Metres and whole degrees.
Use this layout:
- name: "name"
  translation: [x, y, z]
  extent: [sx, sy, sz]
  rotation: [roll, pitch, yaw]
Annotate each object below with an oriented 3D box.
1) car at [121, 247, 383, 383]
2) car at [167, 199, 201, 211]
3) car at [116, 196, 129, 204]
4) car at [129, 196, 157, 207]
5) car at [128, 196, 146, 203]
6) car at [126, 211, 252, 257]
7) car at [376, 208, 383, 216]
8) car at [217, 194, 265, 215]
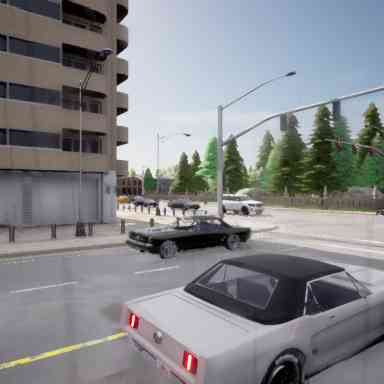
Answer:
- name: "car"
  translation: [1.516, 1.601, 4.858]
  extent: [4.718, 1.301, 1.895]
  rotation: [0, 0, -35]
- name: "car"
  translation: [-1.127, 1.603, 42.683]
  extent: [2.033, 1.411, 5.357]
  rotation: [0, 0, -36]
- name: "car"
  translation: [-14.180, 1.533, 67.183]
  extent: [1.882, 1.535, 5.008]
  rotation: [0, 0, -36]
- name: "car"
  translation: [-7.253, 1.603, 51.245]
  extent: [2.033, 1.411, 5.357]
  rotation: [0, 0, -36]
- name: "car"
  translation: [-11.564, 1.581, 69.531]
  extent: [1.812, 1.442, 4.674]
  rotation: [0, 0, -36]
- name: "car"
  translation: [-0.027, 1.601, 12.553]
  extent: [4.718, 1.301, 1.895]
  rotation: [0, 0, -35]
- name: "car"
  translation: [19.385, 1.598, 29.401]
  extent: [5.357, 1.411, 2.033]
  rotation: [0, 0, 6]
- name: "car"
  translation: [4.933, 1.278, 34.252]
  extent: [2.150, 2.045, 5.566]
  rotation: [0, 0, -36]
